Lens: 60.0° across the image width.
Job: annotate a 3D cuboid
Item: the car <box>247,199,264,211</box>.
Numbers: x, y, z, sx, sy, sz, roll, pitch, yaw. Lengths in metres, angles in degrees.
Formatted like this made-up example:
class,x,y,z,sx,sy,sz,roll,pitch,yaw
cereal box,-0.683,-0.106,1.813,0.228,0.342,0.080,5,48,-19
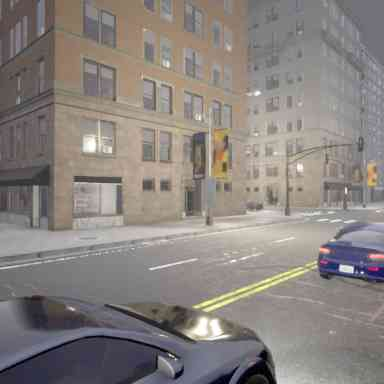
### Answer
class,x,y,z,sx,sy,sz,roll,pitch,yaw
car,6.456,1.549,39.995,4.181,1.385,1.994,0,0,43

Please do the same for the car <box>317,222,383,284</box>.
class,x,y,z,sx,sy,sz,roll,pitch,yaw
car,4.972,1.527,8.993,1.812,1.442,4.674,0,0,43

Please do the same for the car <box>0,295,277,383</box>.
class,x,y,z,sx,sy,sz,roll,pitch,yaw
car,-1.055,1.564,2.555,1.994,1.385,4.181,0,0,43
